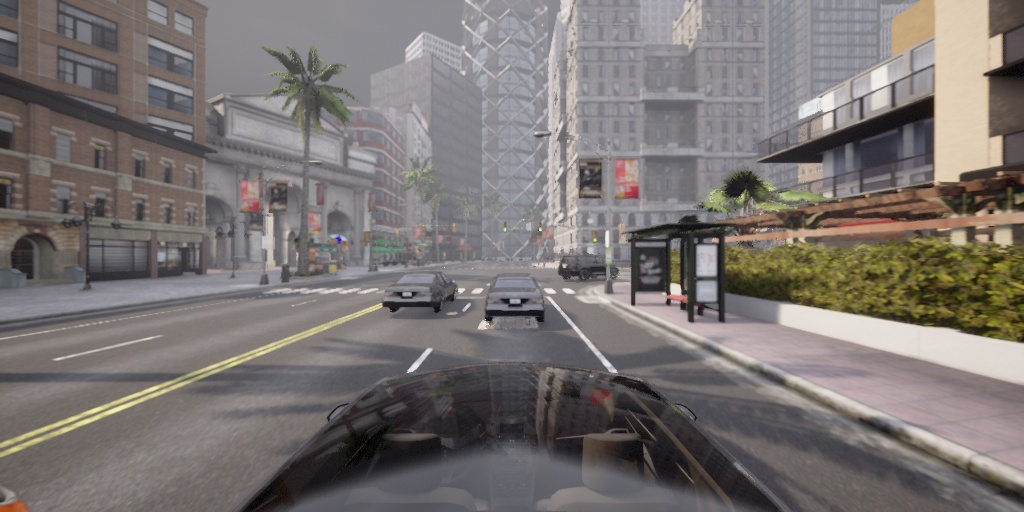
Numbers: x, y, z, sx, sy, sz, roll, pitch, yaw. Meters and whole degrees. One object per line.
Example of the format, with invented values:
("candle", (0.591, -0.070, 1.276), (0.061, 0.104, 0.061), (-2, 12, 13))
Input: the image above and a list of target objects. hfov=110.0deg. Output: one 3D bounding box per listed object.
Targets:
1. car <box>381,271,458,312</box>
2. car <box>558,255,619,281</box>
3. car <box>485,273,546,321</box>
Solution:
("car", (-3.398, 1.282, 14.108), (2.033, 1.411, 5.357), (0, 0, 0))
("car", (6.361, 0.936, 29.601), (5.566, 2.045, 2.150), (0, -1, -34))
("car", (0.085, 1.282, 12.303), (2.033, 1.411, 5.357), (0, 0, 0))
